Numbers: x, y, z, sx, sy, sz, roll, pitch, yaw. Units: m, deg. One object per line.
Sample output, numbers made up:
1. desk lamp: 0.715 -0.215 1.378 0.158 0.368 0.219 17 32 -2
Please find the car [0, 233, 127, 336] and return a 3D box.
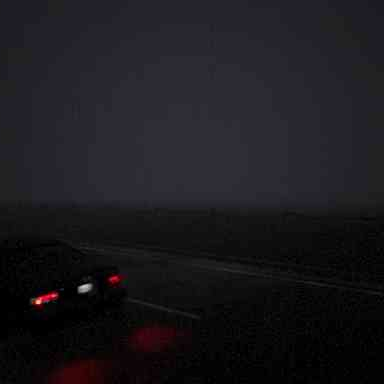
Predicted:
1. car: -3.701 1.547 6.626 5.357 1.411 2.033 0 0 35
